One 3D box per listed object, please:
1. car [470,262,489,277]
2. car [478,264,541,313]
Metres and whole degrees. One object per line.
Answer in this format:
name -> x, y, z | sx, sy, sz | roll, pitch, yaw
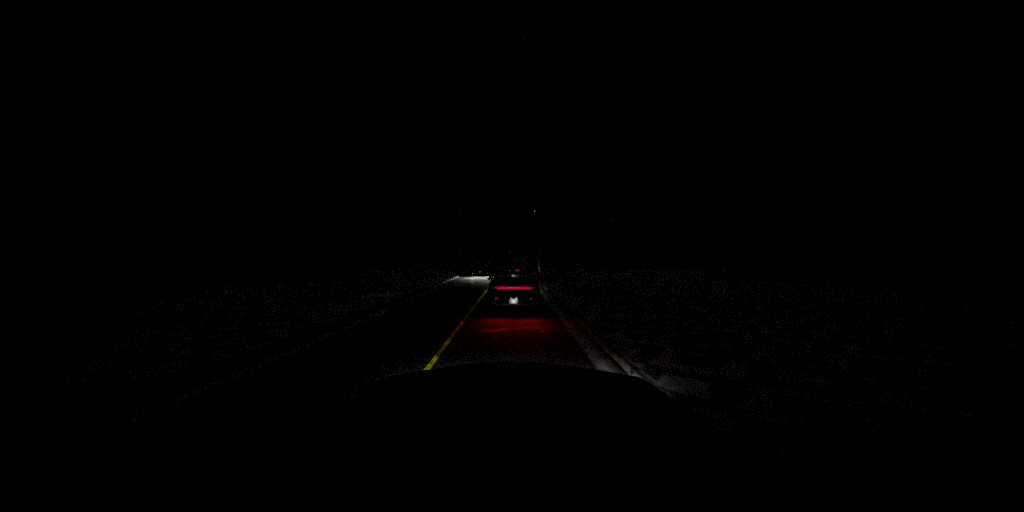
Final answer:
car -> -3.078, 1.348, 36.643 | 1.994, 1.385, 4.181 | 0, 0, 0
car -> 0.069, 1.256, 14.059 | 2.128, 1.511, 4.902 | 0, 0, 0
